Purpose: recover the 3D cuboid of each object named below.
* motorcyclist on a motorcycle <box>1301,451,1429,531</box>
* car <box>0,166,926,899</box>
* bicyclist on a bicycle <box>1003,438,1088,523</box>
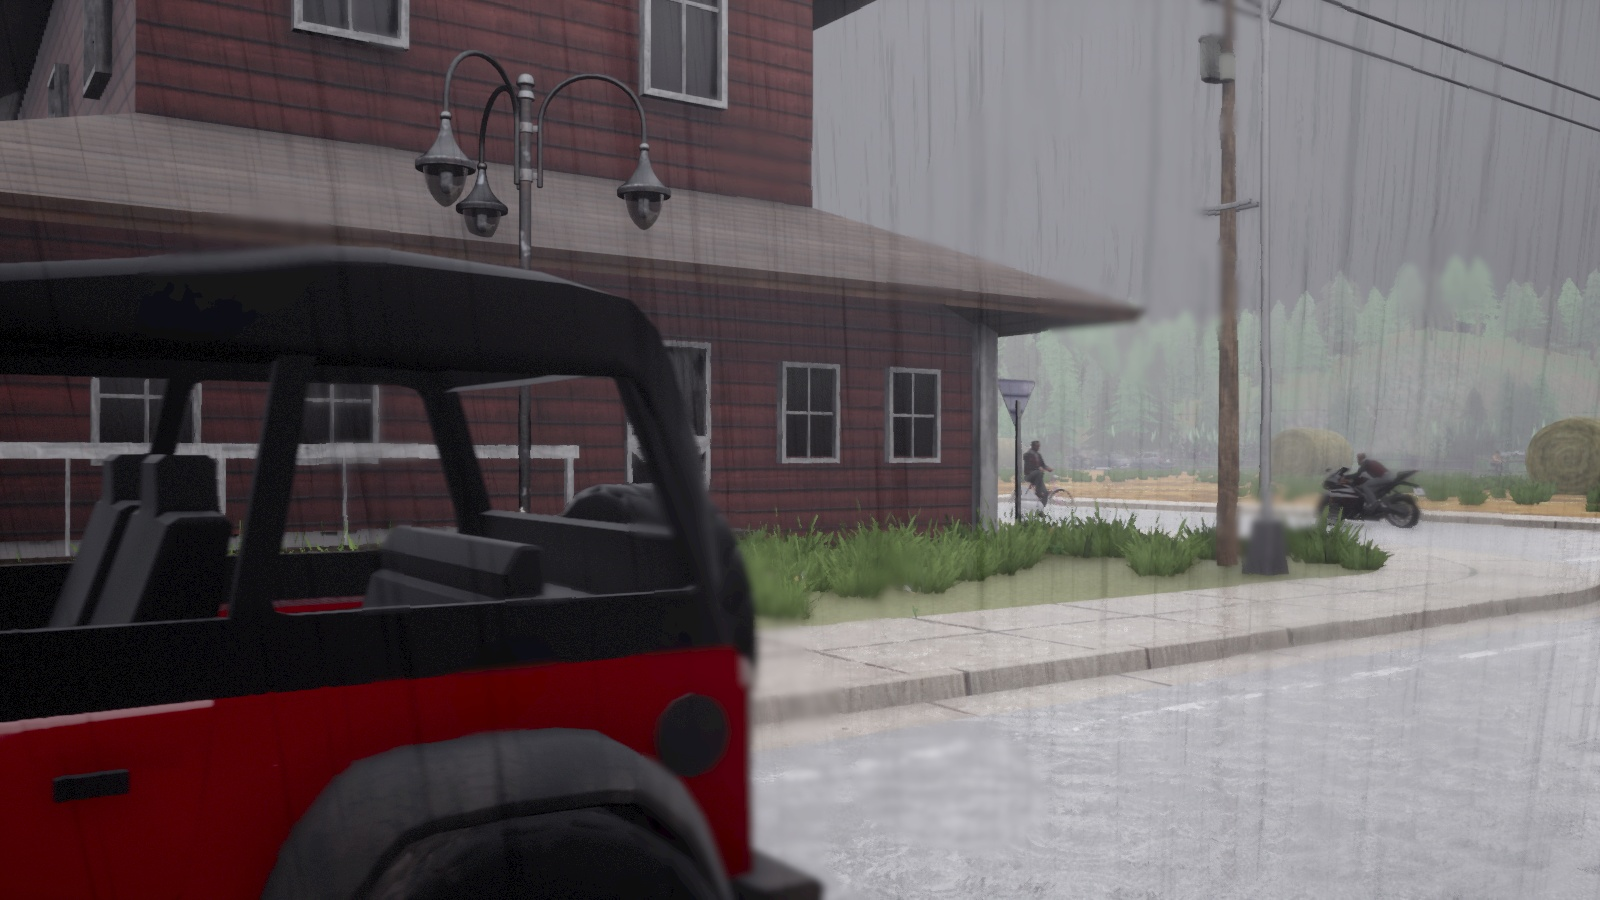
[{"bbox_3d":[11.272,0.791,25.127,0.866,1.530,2.191,0,0,-36],"label":"motorcyclist on a motorcycle"},{"bbox_3d":[-1.861,0.550,2.363,3.866,1.878,1.905,0,0,-35],"label":"car"},{"bbox_3d":[5.329,0.644,27.332,0.659,1.776,1.843,0,0,-36],"label":"bicyclist on a bicycle"}]
